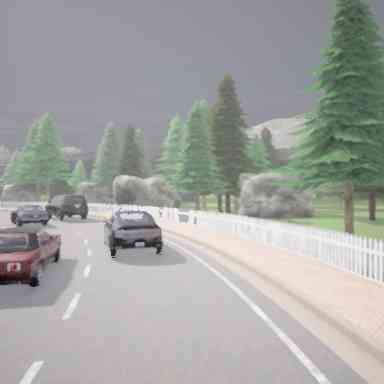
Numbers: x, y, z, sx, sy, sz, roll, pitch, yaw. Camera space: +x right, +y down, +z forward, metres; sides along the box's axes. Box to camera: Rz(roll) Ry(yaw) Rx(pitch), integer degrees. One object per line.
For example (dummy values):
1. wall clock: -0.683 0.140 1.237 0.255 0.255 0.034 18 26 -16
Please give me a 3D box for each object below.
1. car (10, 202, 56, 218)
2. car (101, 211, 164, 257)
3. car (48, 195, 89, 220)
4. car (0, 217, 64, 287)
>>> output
1. car: -11.491 1.608 23.453 2.033 1.411 5.357 0 0 -35
2. car: -2.428 1.494 13.091 2.128 1.511 4.902 0 0 -18
3. car: -10.659 1.268 28.118 2.150 2.045 5.566 0 0 -39
4. car: -4.827 1.627 9.100 1.895 1.301 4.718 0 0 -13
